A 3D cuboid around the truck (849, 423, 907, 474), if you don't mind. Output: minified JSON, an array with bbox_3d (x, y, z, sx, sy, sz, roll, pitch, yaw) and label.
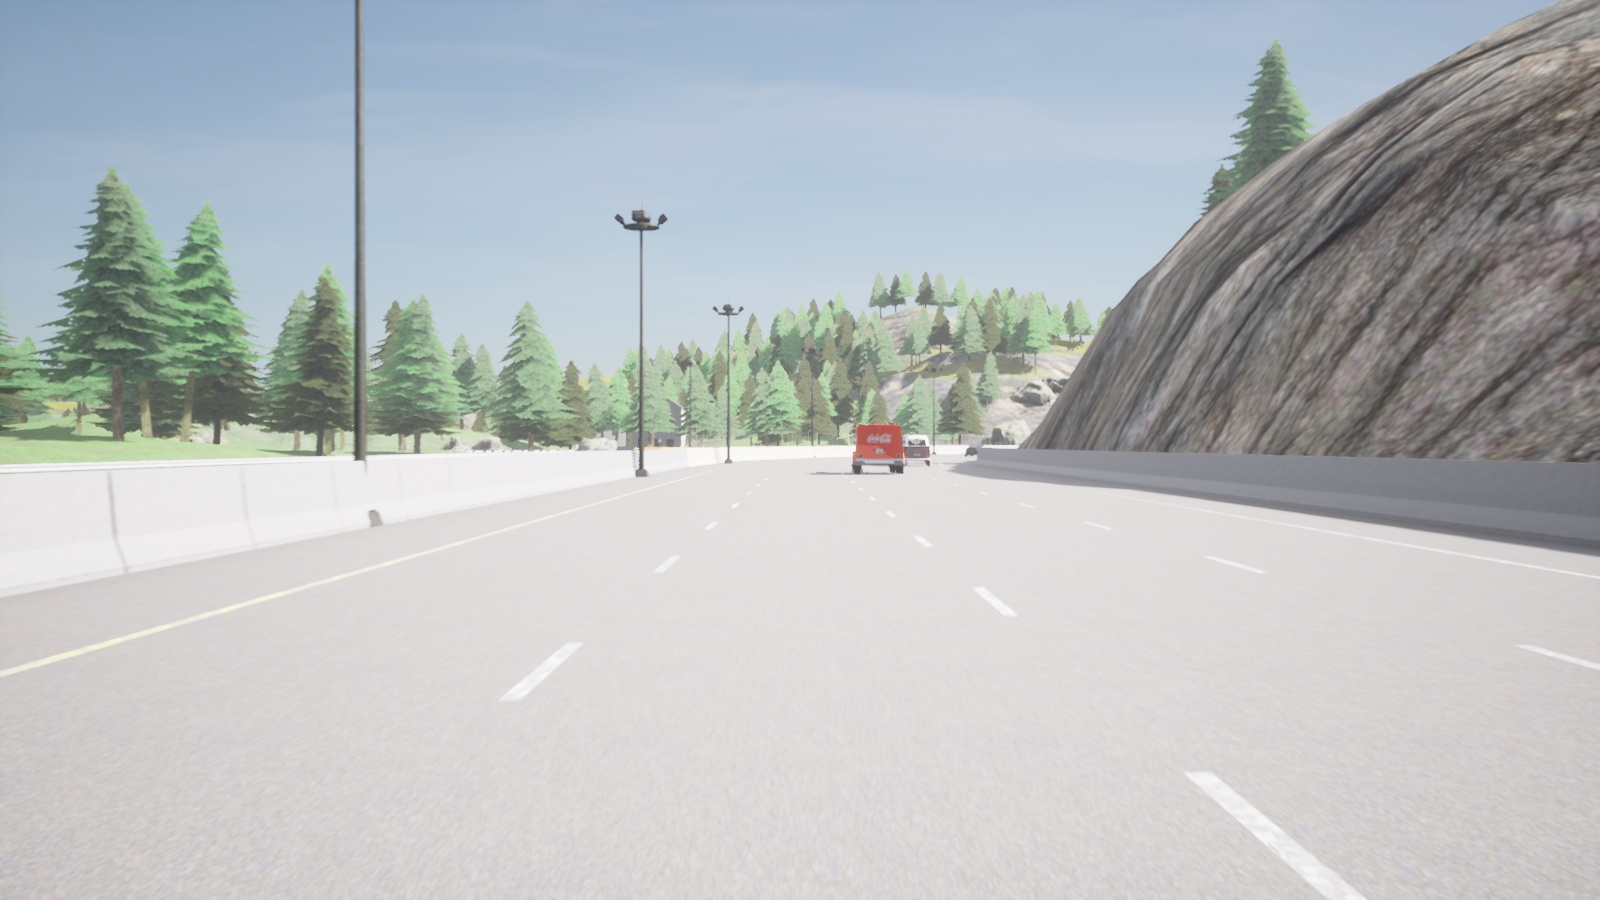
[{"bbox_3d":[3.877,-0.078,63.510,2.627,2.467,5.204,0,0,0],"label":"truck"}]

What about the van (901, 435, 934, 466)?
[{"bbox_3d":[7.802,0.026,83.962,2.069,2.038,4.480,0,0,4],"label":"van"}]
